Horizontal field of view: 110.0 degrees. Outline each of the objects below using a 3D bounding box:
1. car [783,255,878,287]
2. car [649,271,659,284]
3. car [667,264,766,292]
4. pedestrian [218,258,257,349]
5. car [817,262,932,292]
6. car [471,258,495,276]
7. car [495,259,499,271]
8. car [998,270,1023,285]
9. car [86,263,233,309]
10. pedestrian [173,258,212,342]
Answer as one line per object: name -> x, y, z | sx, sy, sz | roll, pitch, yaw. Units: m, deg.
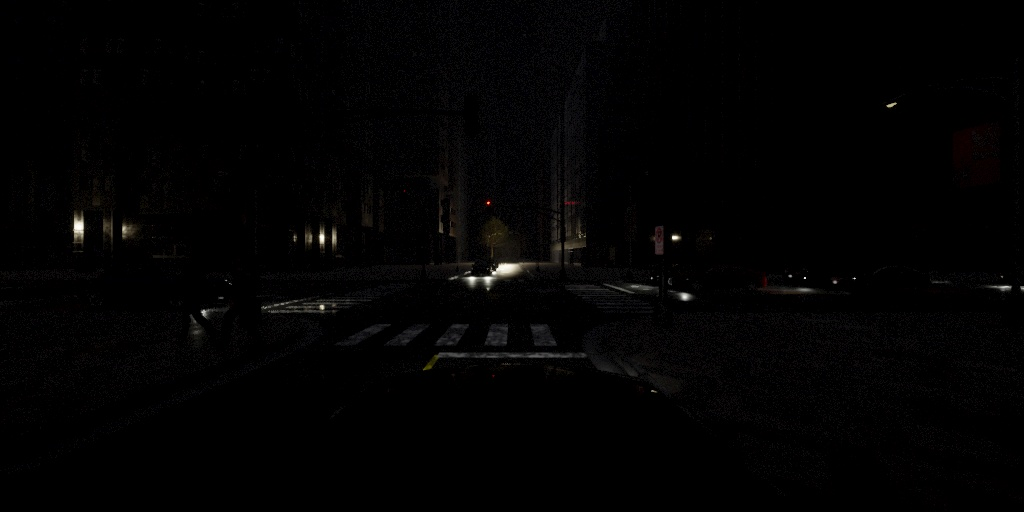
car -> 21.573, 0.984, 24.164 | 5.566, 2.045, 2.150 | 0, 0, 1
car -> 11.846, 1.258, 24.225 | 4.892, 1.490, 1.837 | 0, 0, -1
car -> 12.000, 1.237, 20.969 | 5.008, 1.535, 1.882 | 0, 0, 1
pedestrian -> -5.395, 0.891, 7.046 | 0.375, 1.860, 0.375 | 0, 0, 0
car -> 21.324, 1.262, 20.929 | 4.902, 1.511, 2.128 | 0, 0, 0
car -> -3.114, 1.227, 37.539 | 1.882, 1.535, 5.008 | 0, 0, 1
car -> -3.131, 1.102, 47.320 | 2.097, 1.767, 4.553 | 0, 0, 0
car -> 36.445, 1.333, 24.108 | 5.357, 1.411, 2.033 | 0, 0, 0
car -> -13.871, 1.099, 14.354 | 4.553, 1.767, 2.097 | 0, 0, 0
pedestrian -> -6.838, 0.891, 7.680 | 0.375, 1.860, 0.375 | 0, 0, 0
